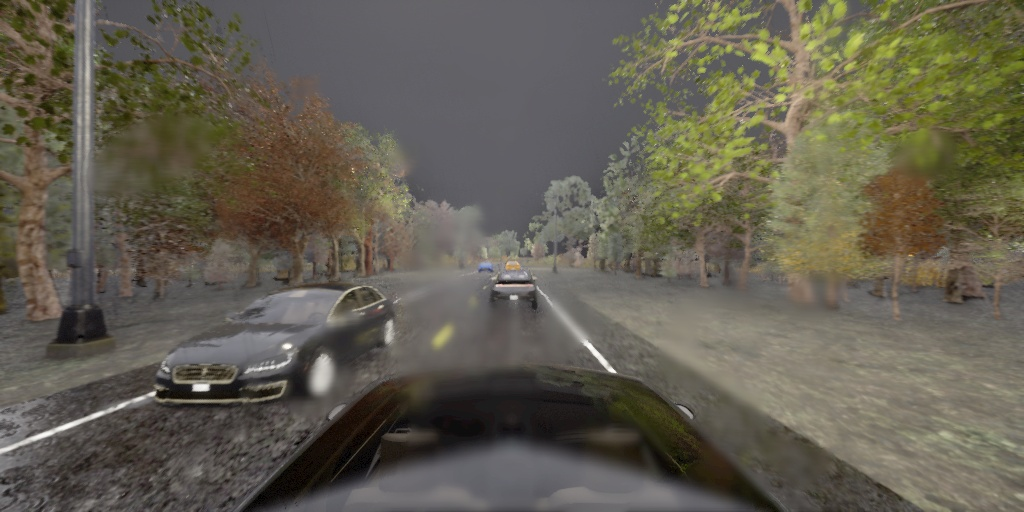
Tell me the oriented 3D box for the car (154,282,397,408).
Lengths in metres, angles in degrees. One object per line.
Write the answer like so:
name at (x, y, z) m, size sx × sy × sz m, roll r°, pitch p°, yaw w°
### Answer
car at (-3.598, 1.283, 6.581) m, size 1.837 × 1.490 × 4.892 m, roll 0°, pitch 0°, yaw 0°

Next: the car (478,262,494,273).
car at (-3.536, 1.501, 49.133) m, size 1.882 × 1.535 × 5.008 m, roll 0°, pitch 0°, yaw 0°

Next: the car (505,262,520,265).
car at (0.121, 1.500, 48.949) m, size 1.882 × 1.535 × 5.008 m, roll 0°, pitch 0°, yaw 0°

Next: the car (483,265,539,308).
car at (0.107, 1.323, 15.604) m, size 2.128 × 1.511 × 4.902 m, roll 0°, pitch 0°, yaw 0°
